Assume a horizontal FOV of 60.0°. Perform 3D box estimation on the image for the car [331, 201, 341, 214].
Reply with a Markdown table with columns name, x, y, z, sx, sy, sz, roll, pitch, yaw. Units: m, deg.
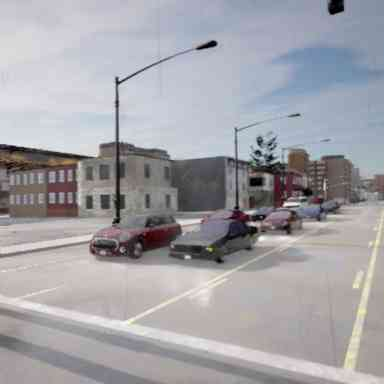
| name | x | y | z | sx | sy | sz | roll | pitch | yaw |
| --- | --- | --- | --- | --- | --- | --- | --- | --- | --- |
| car | 16.385 | 1.814 | 39.341 | 1.837 | 1.490 | 4.892 | -2 | -1 | 31 |

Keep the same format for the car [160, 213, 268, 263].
| name | x | y | z | sx | sy | sz | roll | pitch | yaw |
| --- | --- | --- | --- | --- | --- | --- | --- | --- | --- |
| car | 1.183 | 1.852 | 13.690 | 2.033 | 1.411 | 5.357 | -2 | -1 | 30 |

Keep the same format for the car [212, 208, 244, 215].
| name | x | y | z | sx | sy | sz | roll | pitch | yaw |
| --- | --- | --- | --- | --- | --- | --- | --- | --- | --- |
| car | 2.343 | 1.909 | 22.545 | 1.882 | 1.535 | 5.008 | -2 | -1 | 31 |

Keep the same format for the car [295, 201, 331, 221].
| name | x | y | z | sx | sy | sz | roll | pitch | yaw |
| --- | --- | --- | --- | --- | --- | --- | --- | --- | --- |
| car | 11.105 | 1.846 | 30.472 | 1.812 | 1.442 | 4.674 | -2 | -1 | 31 |

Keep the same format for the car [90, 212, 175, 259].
| name | x | y | z | sx | sy | sz | roll | pitch | yaw |
| --- | --- | --- | --- | --- | --- | --- | --- | --- | --- |
| car | -2.281 | 1.759 | 14.705 | 2.097 | 1.767 | 4.553 | -2 | -1 | 30 |

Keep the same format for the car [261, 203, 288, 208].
| name | x | y | z | sx | sy | sz | roll | pitch | yaw |
| --- | --- | --- | --- | --- | --- | --- | --- | --- | --- |
| car | 6.976 | 1.990 | 30.366 | 1.994 | 1.385 | 4.181 | -2 | -1 | 31 |

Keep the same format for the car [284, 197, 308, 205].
| name | x | y | z | sx | sy | sz | roll | pitch | yaw |
| --- | --- | --- | --- | --- | --- | --- | --- | --- | --- |
| car | 12.394 | 1.637 | 39.499 | 2.150 | 2.045 | 5.566 | -2 | -1 | 32 |

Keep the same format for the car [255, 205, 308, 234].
| name | x | y | z | sx | sy | sz | roll | pitch | yaw |
| --- | --- | --- | --- | --- | --- | --- | --- | --- | --- |
| car | 6.001 | 1.854 | 21.849 | 1.812 | 1.442 | 4.674 | -2 | -1 | 31 |
